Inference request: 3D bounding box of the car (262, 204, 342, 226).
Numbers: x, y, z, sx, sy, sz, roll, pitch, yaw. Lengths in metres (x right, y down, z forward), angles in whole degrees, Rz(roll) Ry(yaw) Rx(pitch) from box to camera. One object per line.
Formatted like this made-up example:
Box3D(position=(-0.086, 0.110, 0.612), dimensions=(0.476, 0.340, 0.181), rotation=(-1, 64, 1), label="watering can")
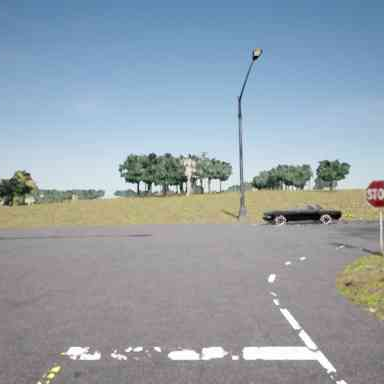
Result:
Box3D(position=(7.050, 1.466, 21.717), dimensions=(4.718, 1.301, 1.895), rotation=(-1, -2, -1), label="car")
